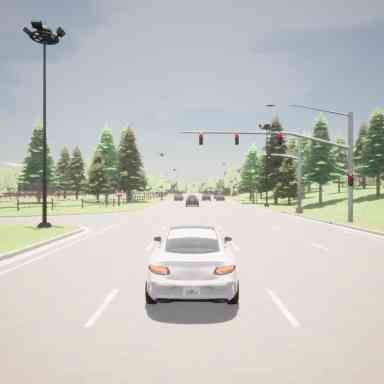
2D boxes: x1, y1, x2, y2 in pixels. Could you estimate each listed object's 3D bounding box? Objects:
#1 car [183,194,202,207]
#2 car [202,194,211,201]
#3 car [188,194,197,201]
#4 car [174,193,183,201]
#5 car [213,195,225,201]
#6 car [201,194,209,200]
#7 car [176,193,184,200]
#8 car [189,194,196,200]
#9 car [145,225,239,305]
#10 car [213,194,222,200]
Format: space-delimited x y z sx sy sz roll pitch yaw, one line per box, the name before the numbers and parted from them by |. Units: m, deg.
car | 0.055 1.352 51.860 2.097 1.767 4.553 0 0 0
car | 3.588 1.348 82.886 2.097 1.767 4.553 0 0 0
car | 0.088 1.348 82.890 2.097 1.767 4.553 0 0 0
car | -3.412 1.544 82.890 1.994 1.385 4.181 0 0 0
car | 7.088 1.517 82.496 2.128 1.511 4.902 0 0 0
car | 3.599 1.372 92.919 2.033 1.411 5.357 0 0 0
car | -3.401 1.188 92.897 2.097 1.767 4.553 0 0 0
car | 0.099 1.332 92.923 1.837 1.490 4.892 0 0 0
car | 0.015 1.526 7.987 1.812 1.442 4.674 0 0 0
car | 7.099 1.385 92.916 1.994 1.385 4.181 0 0 0
